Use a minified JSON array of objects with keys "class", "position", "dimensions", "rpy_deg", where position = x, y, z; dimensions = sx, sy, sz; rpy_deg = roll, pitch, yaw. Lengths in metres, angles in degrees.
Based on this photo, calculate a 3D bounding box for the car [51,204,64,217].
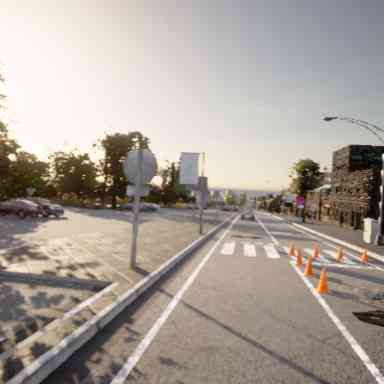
[{"class":"car","position":[-13.903,1.286,30.059],"dimensions":[4.553,1.767,2.185],"rpy_deg":[3,-2,9]}]

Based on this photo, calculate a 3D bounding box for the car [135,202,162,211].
[{"class":"car","position":[-8.335,2.840,63.599],"dimensions":[4.674,1.452,2.002],"rpy_deg":[3,-2,9]}]

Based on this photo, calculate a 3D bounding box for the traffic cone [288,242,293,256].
[{"class":"traffic cone","position":[4.401,2.508,14.614],"dimensions":[0.340,0.580,0.340],"rpy_deg":[3,-2,9]}]

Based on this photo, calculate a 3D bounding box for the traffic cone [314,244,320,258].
[{"class":"traffic cone","position":[5.386,2.560,14.451],"dimensions":[0.340,0.580,0.340],"rpy_deg":[3,-2,10]}]

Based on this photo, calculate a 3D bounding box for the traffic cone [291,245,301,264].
[{"class":"traffic cone","position":[4.080,2.433,12.639],"dimensions":[0.340,0.580,0.340],"rpy_deg":[3,-2,9]}]

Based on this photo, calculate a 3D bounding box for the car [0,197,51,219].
[{"class":"car","position":[-14.357,1.328,26.917],"dimensions":[4.674,1.452,2.002],"rpy_deg":[3,-2,9]}]

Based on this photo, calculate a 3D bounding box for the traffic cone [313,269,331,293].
[{"class":"traffic cone","position":[3.438,2.299,8.692],"dimensions":[0.340,0.580,0.340],"rpy_deg":[3,-1,9]}]

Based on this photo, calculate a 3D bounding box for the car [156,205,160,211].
[{"class":"car","position":[-8.854,2.671,60.498],"dimensions":[5.008,1.535,2.097],"rpy_deg":[3,-2,9]}]

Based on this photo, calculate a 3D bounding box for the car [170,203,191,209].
[{"class":"car","position":[-3.689,3.967,91.681],"dimensions":[5.008,1.535,2.097],"rpy_deg":[3,-2,10]}]

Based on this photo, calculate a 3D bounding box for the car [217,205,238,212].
[{"class":"car","position":[9.644,4.775,92.248],"dimensions":[4.892,1.521,2.231],"rpy_deg":[3,-2,9]}]

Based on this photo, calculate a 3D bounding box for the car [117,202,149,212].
[{"class":"car","position":[-9.914,2.445,54.039],"dimensions":[4.674,1.452,2.002],"rpy_deg":[3,-2,10]}]

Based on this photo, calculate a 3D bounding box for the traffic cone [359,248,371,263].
[{"class":"traffic cone","position":[7.356,2.665,14.127],"dimensions":[0.340,0.580,0.340],"rpy_deg":[3,-2,9]}]

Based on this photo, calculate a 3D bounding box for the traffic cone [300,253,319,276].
[{"class":"traffic cone","position":[3.759,2.363,10.666],"dimensions":[0.340,0.580,0.340],"rpy_deg":[3,-2,9]}]

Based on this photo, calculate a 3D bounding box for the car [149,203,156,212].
[{"class":"car","position":[-9.376,2.540,57.269],"dimensions":[4.892,1.521,2.231],"rpy_deg":[3,-2,9]}]

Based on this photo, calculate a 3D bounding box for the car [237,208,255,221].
[{"class":"car","position":[7.838,3.260,46.884],"dimensions":[2.128,1.511,4.902],"rpy_deg":[3,-2,9]}]
